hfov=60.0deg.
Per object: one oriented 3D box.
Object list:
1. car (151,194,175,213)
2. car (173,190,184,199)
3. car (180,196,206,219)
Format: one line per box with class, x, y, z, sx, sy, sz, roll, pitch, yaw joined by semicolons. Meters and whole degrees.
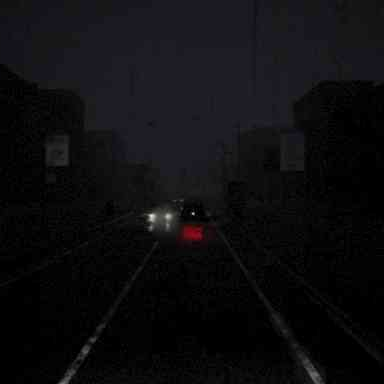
car;-3.110;1.238;34.395;1.882;1.535;5.008;0;1;0
car;-3.031;0.531;76.114;2.150;2.045;5.566;0;0;0
car;0.089;1.342;27.212;1.837;1.490;4.892;0;0;0
